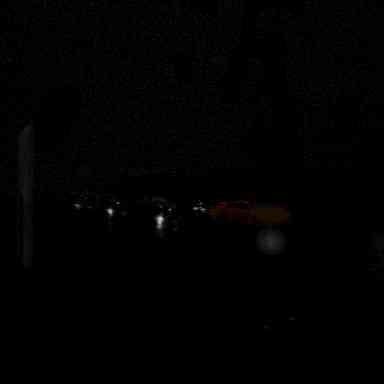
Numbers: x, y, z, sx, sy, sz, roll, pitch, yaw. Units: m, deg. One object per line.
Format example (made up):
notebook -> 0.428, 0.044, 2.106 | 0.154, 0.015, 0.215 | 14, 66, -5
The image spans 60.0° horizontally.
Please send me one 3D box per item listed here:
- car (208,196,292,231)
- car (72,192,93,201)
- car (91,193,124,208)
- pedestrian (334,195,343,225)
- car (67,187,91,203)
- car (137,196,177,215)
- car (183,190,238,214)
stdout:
car -> 3.344, 1.233, 19.035 | 1.882, 1.535, 5.008 | 1, 1, -36
car -> -17.561, 0.678, 53.366 | 1.895, 1.301, 4.718 | 1, 1, -36
car -> -9.068, 0.883, 36.423 | 1.837, 1.490, 4.892 | 1, 1, -36
pedestrian -> 9.243, 1.124, 21.057 | 0.375, 1.860, 0.375 | 2, -1, -36
car -> -15.330, 0.410, 45.273 | 2.150, 2.045, 5.566 | 1, 1, -34
car -> -3.081, 1.085, 28.034 | 1.812, 1.442, 4.674 | 1, 1, -35
car -> 1.481, 0.870, 26.784 | 2.150, 2.045, 5.566 | 1, 1, -36
